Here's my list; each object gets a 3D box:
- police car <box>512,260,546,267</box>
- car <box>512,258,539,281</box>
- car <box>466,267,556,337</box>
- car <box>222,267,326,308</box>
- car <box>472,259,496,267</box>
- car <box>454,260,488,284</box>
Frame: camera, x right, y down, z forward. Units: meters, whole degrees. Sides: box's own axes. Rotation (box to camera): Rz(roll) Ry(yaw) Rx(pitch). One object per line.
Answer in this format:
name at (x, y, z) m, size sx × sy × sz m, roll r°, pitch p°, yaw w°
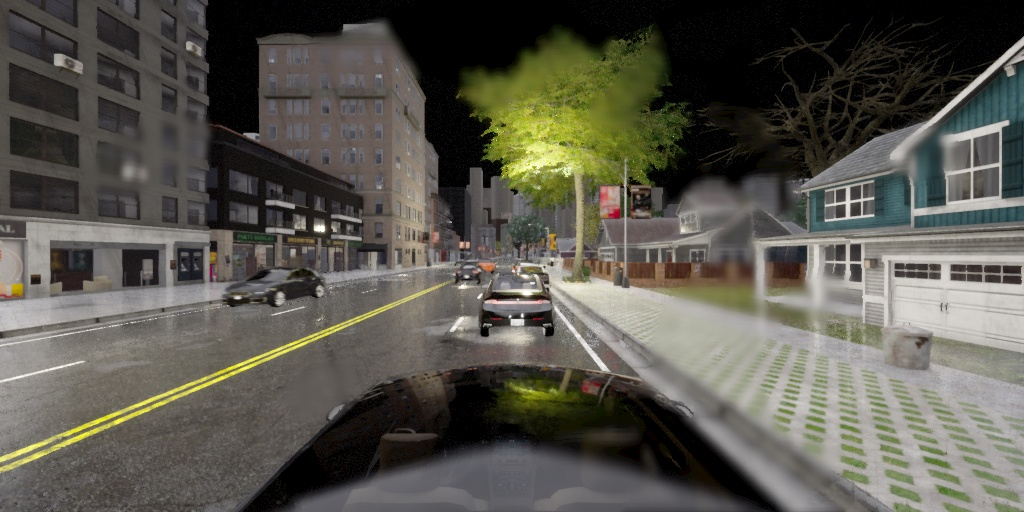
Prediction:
police car at (1.027, 1.165, 20.528) m, size 1.930 × 1.638 × 5.238 m, roll 0°, pitch 0°, yaw 0°
car at (1.054, 1.081, 30.388) m, size 2.097 × 1.767 × 4.553 m, roll 0°, pitch 0°, yaw 0°
car at (0.122, 1.239, 10.278) m, size 2.128 × 1.511 × 4.902 m, roll 0°, pitch 0°, yaw 0°
car at (-9.812, 1.248, 15.260) m, size 1.837 × 1.490 × 4.892 m, roll 0°, pitch 0°, yaw 0°
car at (-3.039, 1.071, 41.568) m, size 2.097 × 1.767 × 4.553 m, roll 0°, pitch 0°, yaw 0°
car at (-3.080, 1.260, 26.770) m, size 1.812 × 1.442 × 4.674 m, roll 0°, pitch 0°, yaw 0°
